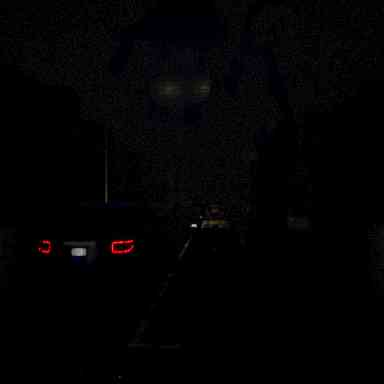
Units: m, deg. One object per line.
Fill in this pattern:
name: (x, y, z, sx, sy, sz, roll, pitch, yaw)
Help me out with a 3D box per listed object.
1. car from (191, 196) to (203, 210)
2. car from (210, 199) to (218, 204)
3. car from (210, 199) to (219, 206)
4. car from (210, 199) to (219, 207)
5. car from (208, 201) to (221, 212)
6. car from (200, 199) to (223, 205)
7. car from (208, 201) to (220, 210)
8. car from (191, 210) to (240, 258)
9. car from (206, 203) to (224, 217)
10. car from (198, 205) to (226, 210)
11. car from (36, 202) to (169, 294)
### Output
car: (0.982, 1.722, 52.499, 2.150, 2.045, 5.566, 0, -1, 4)
car: (5.788, 2.464, 86.498, 2.008, 1.369, 4.403, 0, -1, 4)
car: (4.663, 2.237, 69.513, 1.887, 1.381, 4.507, 0, -1, 4)
car: (4.299, 2.150, 64.022, 1.752, 1.417, 4.829, 0, -1, 4)
car: (3.174, 1.948, 47.036, 1.752, 1.417, 4.829, 0, -1, 4)
car: (2.038, 1.676, 29.883, 1.967, 1.590, 4.097, 0, -1, 4)
car: (3.538, 2.068, 52.528, 1.802, 1.307, 4.206, 0, -1, 4)
car: (0.913, 1.619, 12.896, 2.008, 1.369, 4.403, 0, -1, 4)
car: (2.413, 1.878, 35.543, 1.802, 1.307, 4.206, 0, -1, 4)
car: (1.299, 1.649, 18.728, 1.752, 1.417, 4.829, 0, -1, 4)
car: (-1.993, 1.269, 9.064, 2.150, 2.045, 5.566, 0, -1, 4)
